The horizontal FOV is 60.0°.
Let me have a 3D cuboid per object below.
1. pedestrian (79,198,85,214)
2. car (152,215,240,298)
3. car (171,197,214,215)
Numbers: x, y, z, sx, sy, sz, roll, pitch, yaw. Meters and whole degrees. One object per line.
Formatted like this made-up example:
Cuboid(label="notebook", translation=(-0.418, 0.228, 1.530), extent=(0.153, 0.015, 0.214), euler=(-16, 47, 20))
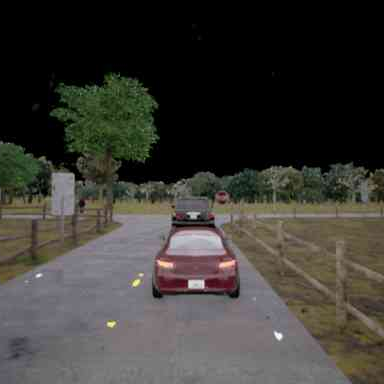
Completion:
Cuboid(label="pedestrian", translation=(-12.160, 1.505, 36.738), extent=(0.375, 1.860, 0.375), euler=(0, -2, 0))
Cuboid(label="car", translation=(0.085, 1.533, 8.399), extent=(1.812, 1.442, 4.674), euler=(0, 0, 0))
Cuboid(label="car", translation=(0.026, 1.263, 18.165), extent=(2.150, 2.045, 5.566), euler=(0, 0, -1))
